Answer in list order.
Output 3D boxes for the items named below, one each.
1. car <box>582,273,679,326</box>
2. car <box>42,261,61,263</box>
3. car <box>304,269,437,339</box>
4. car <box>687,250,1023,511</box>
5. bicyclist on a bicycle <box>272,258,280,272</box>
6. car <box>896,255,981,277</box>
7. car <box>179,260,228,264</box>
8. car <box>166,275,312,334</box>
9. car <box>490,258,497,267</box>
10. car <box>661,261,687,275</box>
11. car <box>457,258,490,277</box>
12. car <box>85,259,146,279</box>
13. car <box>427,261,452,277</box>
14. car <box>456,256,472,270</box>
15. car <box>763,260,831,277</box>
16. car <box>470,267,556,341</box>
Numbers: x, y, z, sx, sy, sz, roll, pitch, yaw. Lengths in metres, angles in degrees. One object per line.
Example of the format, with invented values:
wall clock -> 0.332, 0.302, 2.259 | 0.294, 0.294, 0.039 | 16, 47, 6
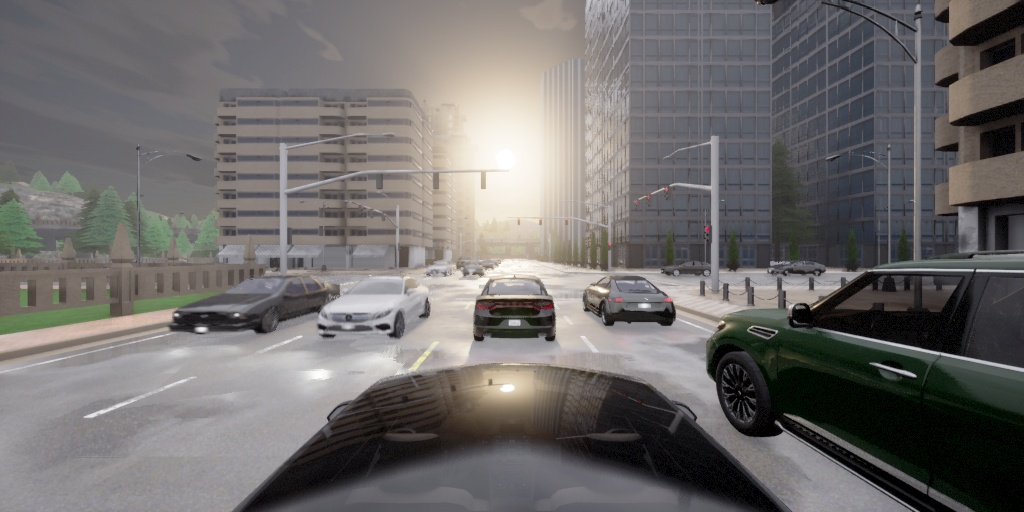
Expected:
car -> 3.577, 1.314, 11.663 | 1.994, 1.385, 4.181 | 0, 0, 0
car -> -42.049, 1.220, 32.905 | 4.674, 1.442, 1.812 | 0, 0, 29
car -> -3.600, 1.276, 10.202 | 1.812, 1.442, 4.674 | 0, 0, 0
car -> 3.601, 0.971, 2.309 | 2.150, 2.045, 5.566 | 0, 0, 0
bicyclist on a bicycle -> -26.084, 0.995, 39.847 | 0.582, 1.620, 1.656 | 0, 0, 7
car -> 40.894, 0.916, 34.518 | 5.566, 2.045, 2.150 | 0, 0, 1
car -> -22.880, 1.220, 27.922 | 4.674, 1.442, 1.812 | 0, 0, 4
car -> -7.101, 1.297, 10.862 | 2.033, 1.411, 5.357 | 0, 0, 0
car -> -3.599, 1.250, 52.982 | 1.837, 1.490, 4.892 | 0, 1, 0
car -> 16.974, 1.199, 34.665 | 4.892, 1.490, 1.837 | 0, 0, 0
car -> -3.604, 1.202, 34.293 | 2.128, 1.511, 4.902 | 0, 0, 0
car -> -32.678, 1.220, 29.220 | 4.674, 1.442, 1.812 | 0, 0, 15
car -> -7.102, 1.235, 35.260 | 1.812, 1.442, 4.674 | 0, 0, 0
car -> -7.095, 0.972, 54.414 | 2.150, 2.045, 5.566 | 0, 0, 0
car -> 27.388, 1.186, 34.603 | 4.902, 1.511, 2.128 | 0, 0, 0
car -> 0.068, 1.228, 9.885 | 1.882, 1.535, 5.008 | 0, 0, 0
